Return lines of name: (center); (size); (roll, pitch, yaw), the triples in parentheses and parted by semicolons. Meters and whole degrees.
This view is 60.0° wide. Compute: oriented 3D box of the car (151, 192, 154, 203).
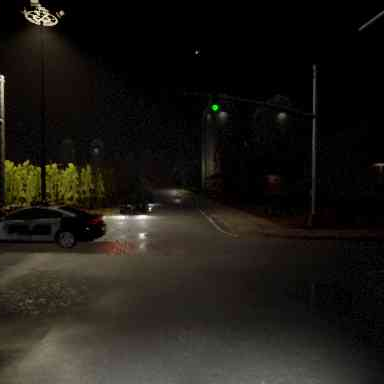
car: (-5.638, 0.598, 40.786); (2.033, 1.411, 5.357); (0, 1, -4)

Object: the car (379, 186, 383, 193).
car: (43.264, -0.623, 74.040); (1.905, 1.878, 3.866); (9, 9, 42)

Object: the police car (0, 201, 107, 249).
police car: (-5.910, 1.167, 12.595); (5.238, 1.638, 1.930); (0, 1, 2)

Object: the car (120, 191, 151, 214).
car: (-4.599, 0.895, 26.922); (1.837, 1.490, 4.892); (0, 1, -4)
